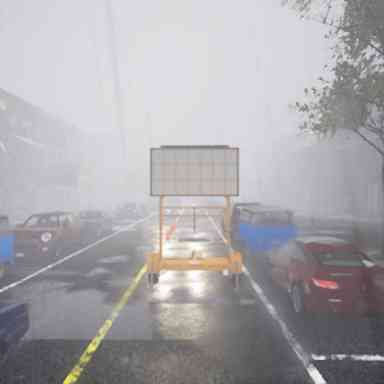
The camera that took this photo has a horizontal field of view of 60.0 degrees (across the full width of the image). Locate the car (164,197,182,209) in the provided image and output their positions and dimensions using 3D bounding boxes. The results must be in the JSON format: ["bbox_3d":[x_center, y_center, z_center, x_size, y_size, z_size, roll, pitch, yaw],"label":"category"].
[{"bbox_3d":[-2.708,1.699,51.252,2.097,1.767,4.553,0,0,1],"label":"car"}]

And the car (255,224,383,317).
[{"bbox_3d":[2.738,1.629,7.276,1.802,1.307,4.206,-1,0,0],"label":"car"}]

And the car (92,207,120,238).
[{"bbox_3d":[-5.580,1.677,18.418,1.887,1.381,4.507,-1,0,0],"label":"car"}]

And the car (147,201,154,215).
[{"bbox_3d":[-5.485,1.789,35.063,1.887,1.381,4.507,-1,0,0],"label":"car"}]

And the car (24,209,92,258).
[{"bbox_3d":[-5.613,1.535,12.871,1.967,1.590,4.097,-1,0,0],"label":"car"}]

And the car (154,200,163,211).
[{"bbox_3d":[-5.422,1.900,46.158,1.802,1.307,4.206,-1,0,0],"label":"car"}]

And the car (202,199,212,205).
[{"bbox_3d":[3.084,2.038,68.306,1.802,1.307,4.206,-1,0,0],"label":"car"}]

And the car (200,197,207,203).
[{"bbox_3d":[3.211,2.129,90.669,1.752,1.417,4.829,-1,0,0],"label":"car"}]

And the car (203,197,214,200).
[{"bbox_3d":[2.991,1.871,51.831,1.752,1.417,4.829,-1,0,0],"label":"car"}]

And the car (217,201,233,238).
[{"bbox_3d":[2.798,1.437,18.374,2.192,1.841,5.009,-1,0,0],"label":"car"}]

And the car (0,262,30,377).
[{"bbox_3d":[-3.080,1.620,2.172,1.895,1.301,4.718,0,0,0],"label":"car"}]

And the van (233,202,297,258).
[{"bbox_3d":[2.767,1.425,12.826,1.690,1.788,3.998,-1,0,0],"label":"van"}]

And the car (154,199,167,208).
[{"bbox_3d":[-5.359,1.975,57.255,1.802,1.307,4.206,-1,0,0],"label":"car"}]

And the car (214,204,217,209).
[{"bbox_3d":[2.832,1.741,23.921,1.802,1.307,4.206,-1,0,0],"label":"car"}]

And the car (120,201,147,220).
[{"bbox_3d":[-5.518,1.647,29.515,1.967,1.590,4.097,-1,0,0],"label":"car"}]

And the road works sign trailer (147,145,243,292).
[{"bbox_3d":[0.070,0.527,9.128,2.380,3.560,2.880,0,0,1],"label":"road works sign trailer"}]

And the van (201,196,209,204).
[{"bbox_3d":[3.144,1.871,79.404,1.690,1.788,3.998,-1,0,0],"label":"van"}]

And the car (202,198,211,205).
[{"bbox_3d":[3.116,2.019,74.024,1.752,1.417,4.829,-1,0,0],"label":"car"}]

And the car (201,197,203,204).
[{"bbox_3d":[3.018,1.697,57.212,2.192,1.841,5.009,-1,0,0],"label":"car"}]

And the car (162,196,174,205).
[{"bbox_3d":[-5.268,1.819,73.901,2.192,1.841,5.009,-1,0,0],"label":"car"}]

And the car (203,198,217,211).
[{"bbox_3d":[2.958,1.874,46.113,1.947,1.339,4.313,-1,0,0],"label":"car"}]

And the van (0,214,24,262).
[{"bbox_3d":[-5.646,1.399,7.323,1.690,1.788,3.998,-1,0,0],"label":"van"}]
